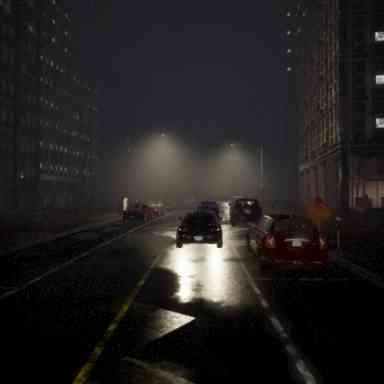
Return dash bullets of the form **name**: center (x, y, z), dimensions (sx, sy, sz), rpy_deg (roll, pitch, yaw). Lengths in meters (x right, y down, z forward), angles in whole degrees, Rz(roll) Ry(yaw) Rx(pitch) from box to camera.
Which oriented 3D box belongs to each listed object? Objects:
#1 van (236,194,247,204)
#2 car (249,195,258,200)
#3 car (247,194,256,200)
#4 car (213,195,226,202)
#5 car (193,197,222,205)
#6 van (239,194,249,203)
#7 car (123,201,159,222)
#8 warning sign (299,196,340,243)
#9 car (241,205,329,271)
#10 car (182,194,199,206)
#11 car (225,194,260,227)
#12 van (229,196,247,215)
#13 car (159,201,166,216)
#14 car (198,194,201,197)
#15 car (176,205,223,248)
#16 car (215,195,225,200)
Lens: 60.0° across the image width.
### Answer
- **van**: center (9.475, 1.257, 63.309), dimensions (1.690, 1.788, 3.998), rpy_deg (1, 0, 12)
- **car**: center (17.020, 1.417, 91.727), dimensions (1.947, 1.339, 4.313), rpy_deg (1, 0, 18)
- **car**: center (15.350, 1.389, 86.301), dimensions (1.752, 1.417, 4.829), rpy_deg (1, 0, 17)
- **car**: center (6.967, 1.448, 76.522), dimensions (2.033, 1.411, 5.357), rpy_deg (0, 0, 14)
- **car**: center (1.452, 1.471, 29.450), dimensions (1.882, 1.535, 5.008), rpy_deg (0, 0, 6)
- **van**: center (10.760, 1.245, 69.029), dimensions (1.690, 1.788, 3.998), rpy_deg (1, 0, 14)
- **car**: center (-4.156, 1.543, 26.214), dimensions (1.887, 1.381, 4.507), rpy_deg (1, 0, 4)
- **warning sign**: center (5.257, 1.111, 13.810), dimensions (1.300, 1.860, 1.060), rpy_deg (-1, -1, 3)
- **car**: center (2.938, 1.438, 10.981), dimensions (1.967, 1.590, 4.097), rpy_deg (1, 0, 2)
- **car**: center (-0.471, 1.489, 54.250), dimensions (1.752, 1.417, 4.829), rpy_deg (1, 0, 10)
- **car**: center (3.599, 1.305, 22.574), dimensions (2.192, 1.841, 5.009), rpy_deg (1, 0, 5)
- **van**: center (4.705, 1.313, 34.231), dimensions (1.690, 1.788, 3.998), rpy_deg (1, 0, 7)
- **car**: center (-3.621, 1.544, 31.881), dimensions (2.008, 1.369, 4.403), rpy_deg (1, 0, 6)
- **car**: center (0.607, 1.270, 59.986), dimensions (2.192, 1.841, 5.009), rpy_deg (1, 0, 11)
- **car**: center (0.362, 1.533, 14.557), dimensions (1.812, 1.442, 4.674), rpy_deg (0, 0, 3)
- **car**: center (7.414, 1.474, 87.739), dimensions (1.947, 1.339, 4.313), rpy_deg (1, 0, 16)
